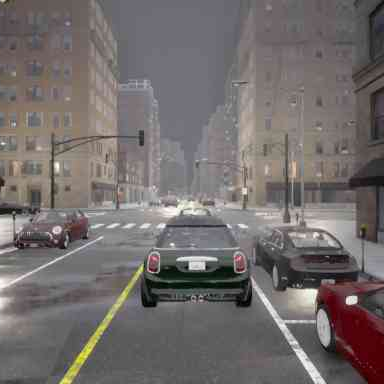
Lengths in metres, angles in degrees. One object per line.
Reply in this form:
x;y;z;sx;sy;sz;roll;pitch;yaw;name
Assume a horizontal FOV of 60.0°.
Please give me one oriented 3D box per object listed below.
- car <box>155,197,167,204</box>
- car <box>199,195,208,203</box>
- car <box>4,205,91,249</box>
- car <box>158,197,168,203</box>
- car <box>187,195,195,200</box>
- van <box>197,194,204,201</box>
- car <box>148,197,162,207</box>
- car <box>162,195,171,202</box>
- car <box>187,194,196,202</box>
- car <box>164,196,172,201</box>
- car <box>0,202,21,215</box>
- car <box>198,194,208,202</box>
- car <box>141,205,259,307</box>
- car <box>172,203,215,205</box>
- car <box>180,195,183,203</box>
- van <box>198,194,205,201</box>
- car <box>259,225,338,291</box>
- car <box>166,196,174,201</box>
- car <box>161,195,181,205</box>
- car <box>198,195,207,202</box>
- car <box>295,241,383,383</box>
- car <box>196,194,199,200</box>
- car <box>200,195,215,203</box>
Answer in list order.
-5.936;1.613;63.630;1.887;1.381;4.507;0;0;0;car
2.512;1.541;74.699;1.967;1.590;4.097;0;0;0;car
-5.816;1.445;14.252;1.967;1.590;4.097;0;0;0;car
-5.975;1.665;69.138;1.802;1.307;4.206;0;0;0;car
-0.269;1.543;90.149;1.994;1.385;4.181;0;0;0;car
2.395;1.504;91.220;1.690;1.788;3.998;0;0;0;van
-5.858;1.595;52.614;2.008;1.369;4.403;0;0;0;car
-6.052;1.559;80.154;1.967;1.590;4.097;0;0;0;car
-0.198;1.707;80.174;1.895;1.301;4.718;0;0;0;car
-6.092;1.721;85.662;1.802;1.307;4.206;0;0;0;car
-16.318;1.532;30.289;4.718;1.301;1.895;0;0;0;car
2.588;1.595;63.855;1.752;1.417;4.829;0;0;0;car
0.068;1.355;8.131;2.097;1.767;4.553;0;0;-1;car
0.135;1.497;15.443;2.128;1.511;4.902;0;0;0;car
-3.131;1.661;60.106;1.895;1.301;4.718;0;0;0;car
2.435;1.481;85.714;1.690;1.788;3.998;0;0;0;van
2.696;1.553;8.744;2.008;1.369;4.403;0;0;0;car
-6.131;1.728;91.170;1.947;1.339;4.313;0;0;0;car
-3.078;1.589;50.289;2.033;1.411;5.357;0;0;-1;car
2.473;1.560;80.205;1.967;1.590;4.097;0;0;0;car
2.683;1.545;3.252;1.887;1.381;4.507;0;0;0;car
2.551;1.399;69.192;2.192;1.841;5.009;0;0;0;car
2.667;1.590;52.671;1.887;1.381;4.507;0;0;0;car
